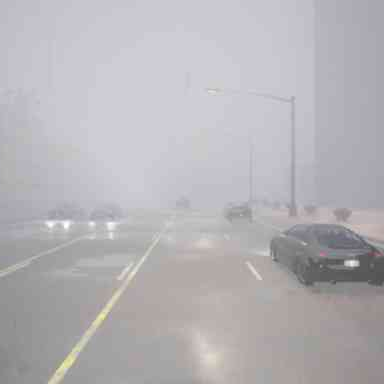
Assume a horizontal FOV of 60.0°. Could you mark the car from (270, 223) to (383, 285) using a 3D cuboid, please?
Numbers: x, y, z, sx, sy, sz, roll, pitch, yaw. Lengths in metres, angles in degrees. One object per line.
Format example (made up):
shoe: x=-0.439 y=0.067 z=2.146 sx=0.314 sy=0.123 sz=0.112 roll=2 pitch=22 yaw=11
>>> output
car: x=3.590 y=1.565 z=9.470 sx=1.994 sy=1.385 sz=4.181 roll=0 pitch=0 yaw=0

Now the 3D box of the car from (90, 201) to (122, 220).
car: x=-7.080 y=1.525 z=27.813 sx=1.812 sy=1.442 sz=4.674 roll=0 pitch=0 yaw=0

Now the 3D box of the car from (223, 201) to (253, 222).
car: x=3.597 y=1.491 z=26.572 sx=2.128 sy=1.511 sz=4.902 roll=0 pitch=0 yaw=0

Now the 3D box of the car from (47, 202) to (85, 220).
car: x=-10.589 y=1.564 z=28.214 sx=1.994 sy=1.385 sz=4.181 roll=0 pitch=0 yaw=0

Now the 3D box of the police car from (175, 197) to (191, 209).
police car: x=-1.218 y=1.425 z=44.540 sx=1.930 sy=1.638 sz=5.238 roll=0 pitch=0 yaw=0
